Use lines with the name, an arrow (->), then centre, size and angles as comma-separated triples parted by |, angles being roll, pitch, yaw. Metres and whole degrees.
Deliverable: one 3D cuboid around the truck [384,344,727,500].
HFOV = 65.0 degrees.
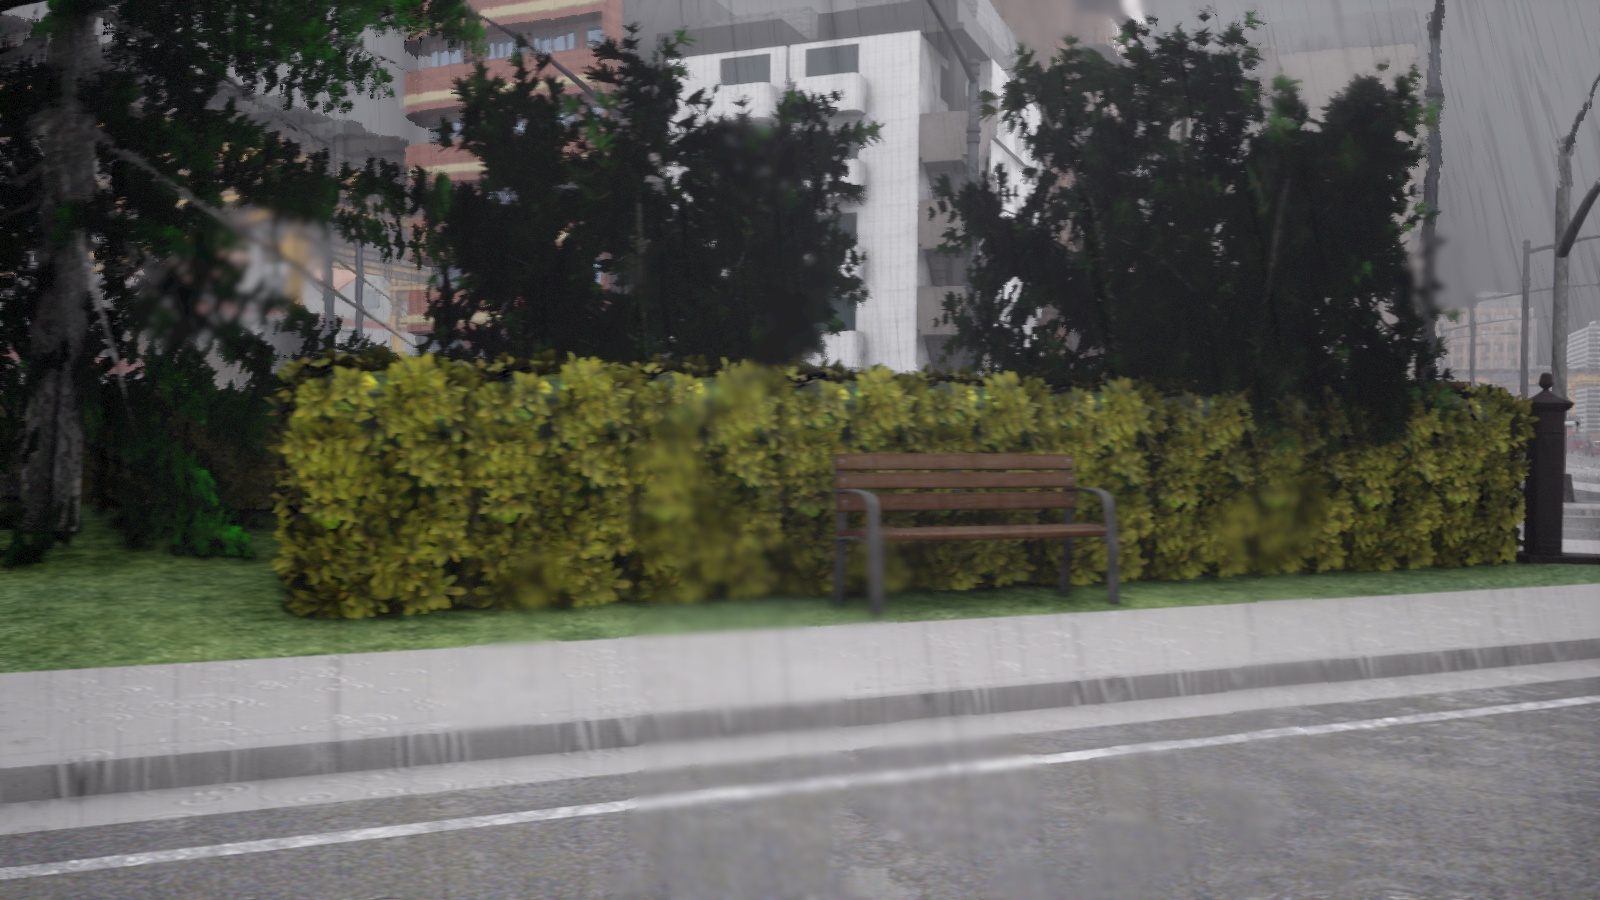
truck -> -6.004, -0.636, 30.753 | 7.936, 3.462, 2.891 | 0, 1, 23
